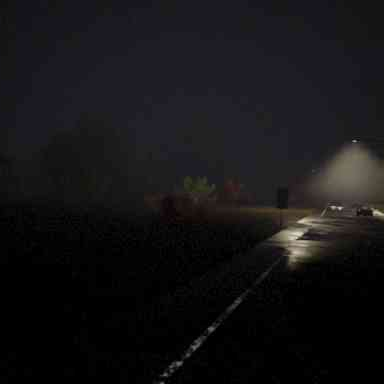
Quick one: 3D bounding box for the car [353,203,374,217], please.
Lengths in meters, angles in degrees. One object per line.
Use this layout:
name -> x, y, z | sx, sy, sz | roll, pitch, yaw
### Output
car -> 23.827, 2.637, 45.937 | 1.994, 1.385, 4.181 | 2, 1, 24

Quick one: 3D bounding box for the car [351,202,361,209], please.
car -> 31.588, 2.526, 63.902 | 1.895, 1.301, 4.718 | 2, 2, 24

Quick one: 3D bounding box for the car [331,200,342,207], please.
car -> 30.580, 2.298, 70.309 | 1.994, 1.385, 4.181 | 2, 2, 24
